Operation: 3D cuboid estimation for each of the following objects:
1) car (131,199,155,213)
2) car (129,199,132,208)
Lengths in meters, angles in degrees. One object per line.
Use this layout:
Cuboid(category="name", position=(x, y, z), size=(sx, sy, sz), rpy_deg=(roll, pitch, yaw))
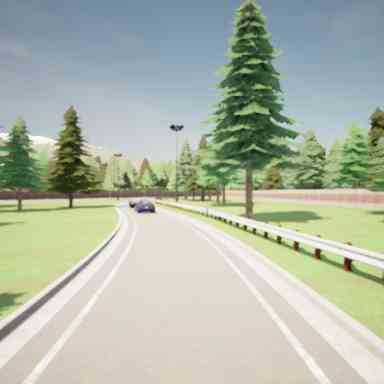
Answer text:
Cuboid(category="car", position=(-5.219, 1.580, 36.580), size=(1.994, 1.385, 4.181), rpy_deg=(0, 0, -15))
Cuboid(category="car", position=(-8.021, 1.625, 47.520), size=(1.895, 1.301, 4.718), rpy_deg=(0, 0, -13))
